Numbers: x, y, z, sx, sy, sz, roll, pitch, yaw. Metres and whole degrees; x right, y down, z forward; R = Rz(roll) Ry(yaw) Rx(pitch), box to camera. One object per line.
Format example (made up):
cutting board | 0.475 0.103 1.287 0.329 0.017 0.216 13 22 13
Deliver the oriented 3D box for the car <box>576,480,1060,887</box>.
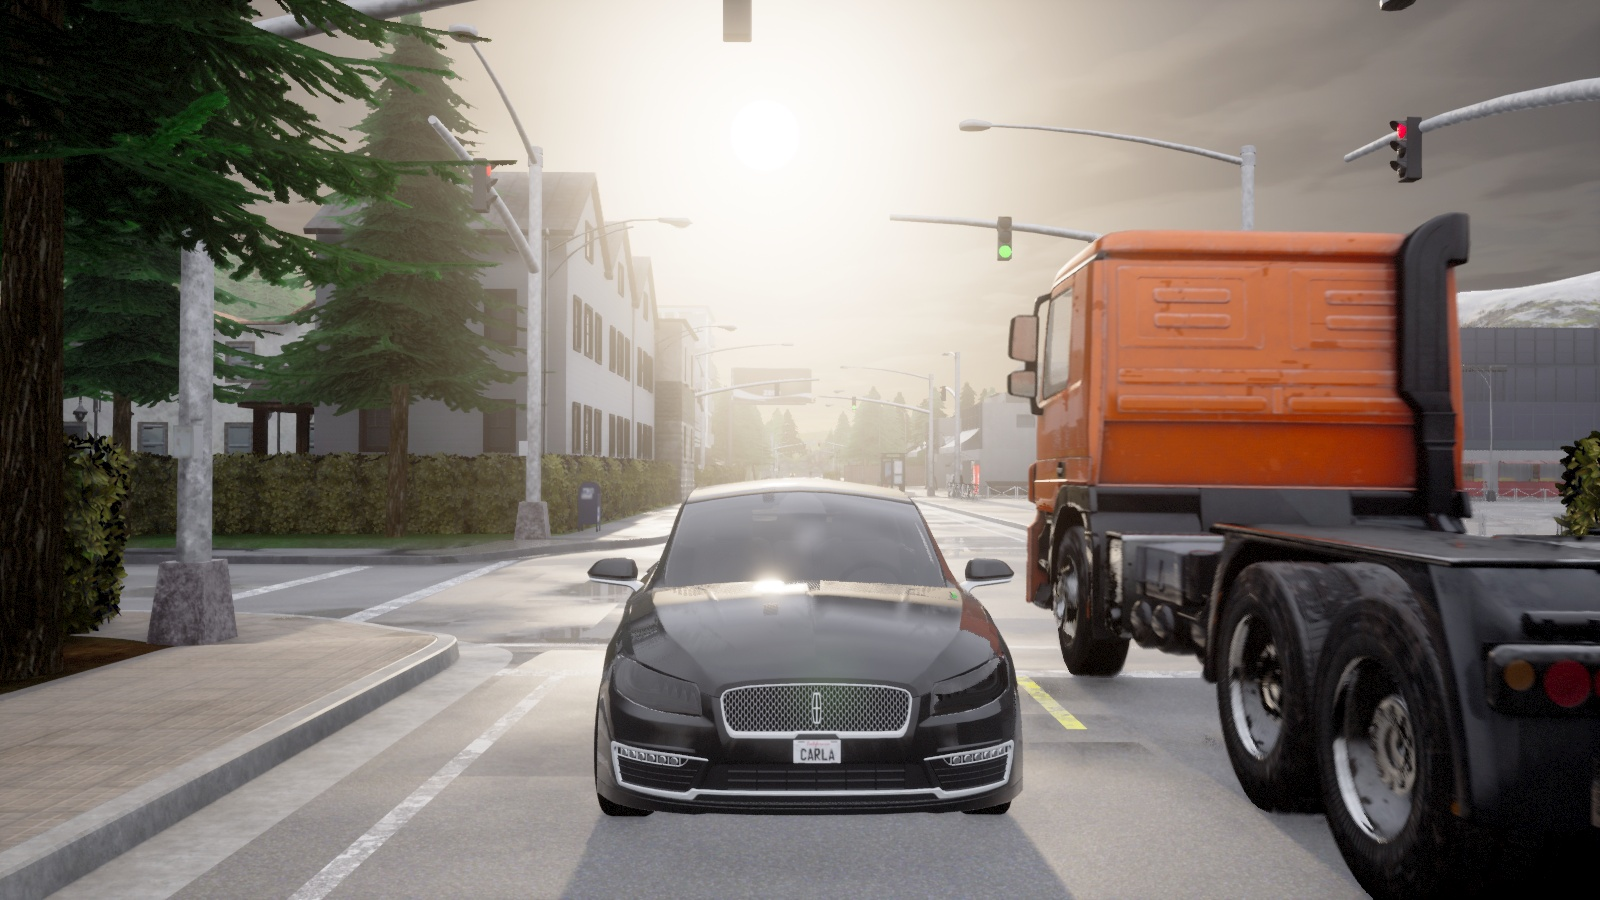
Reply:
car | -0.006 0.941 7.222 1.837 1.490 4.892 0 -1 -2

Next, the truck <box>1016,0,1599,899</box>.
truck | 3.445 -0.037 7.439 2.891 3.462 7.936 0 -1 0
